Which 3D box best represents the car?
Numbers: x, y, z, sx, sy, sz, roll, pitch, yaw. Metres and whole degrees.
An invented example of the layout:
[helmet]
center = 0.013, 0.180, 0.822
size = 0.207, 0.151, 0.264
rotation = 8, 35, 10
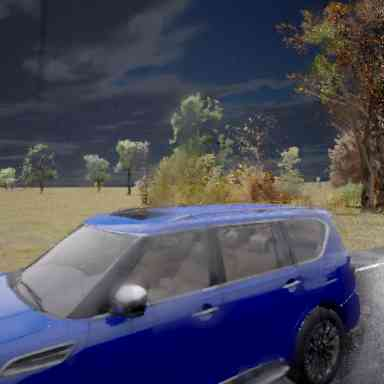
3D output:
[car]
center = -0.389, 1.206, 3.694
size = 5.566, 2.045, 2.150
rotation = -1, 0, -35
